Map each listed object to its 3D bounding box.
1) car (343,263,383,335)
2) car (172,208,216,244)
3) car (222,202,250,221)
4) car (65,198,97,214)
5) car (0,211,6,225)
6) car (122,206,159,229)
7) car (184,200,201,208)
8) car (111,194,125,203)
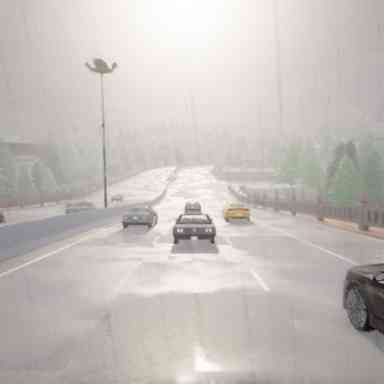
[{"bbox_3d":[3.600,1.513,4.005,2.128,1.511,4.902,0,0,0],"label":"car"},{"bbox_3d":[0.099,1.663,16.226,1.895,1.301,4.718,0,0,0],"label":"car"},{"bbox_3d":[3.597,1.574,27.861,1.882,1.535,5.008,0,0,0],"label":"car"},{"bbox_3d":[-10.554,1.615,32.001,1.837,1.490,4.892,0,-1,0],"label":"car"},{"bbox_3d":[-14.082,1.642,21.711,1.994,1.385,4.181,0,0,0],"label":"car"},{"bbox_3d":[-3.401,1.628,22.435,2.033,1.411,5.357,0,0,0],"label":"car"},{"bbox_3d":[0.096,1.696,39.924,1.994,1.385,4.181,0,0,0],"label":"car"},{"bbox_3d":[-14.007,1.100,63.439,1.882,1.535,5.008,0,3,0],"label":"car"}]
